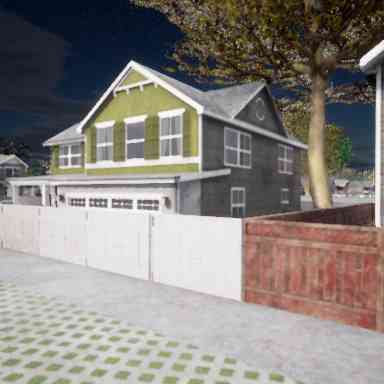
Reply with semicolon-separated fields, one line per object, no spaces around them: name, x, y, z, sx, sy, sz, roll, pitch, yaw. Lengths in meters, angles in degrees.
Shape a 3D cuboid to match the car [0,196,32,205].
car;-19.686;1.206;38.229;1.837;1.490;4.892;0;0;18
